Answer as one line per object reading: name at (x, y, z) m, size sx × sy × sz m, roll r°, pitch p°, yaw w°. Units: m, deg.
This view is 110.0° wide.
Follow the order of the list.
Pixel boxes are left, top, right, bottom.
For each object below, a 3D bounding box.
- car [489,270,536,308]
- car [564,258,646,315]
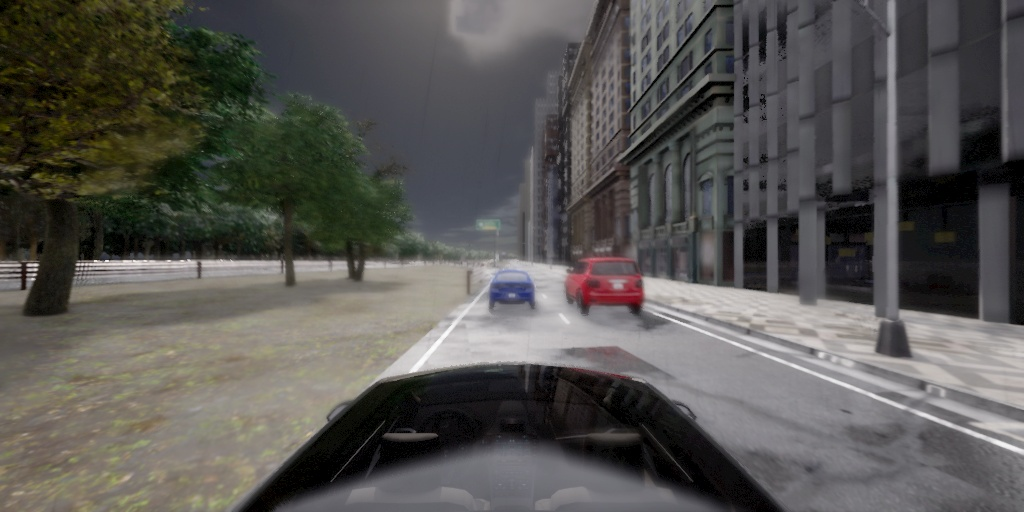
car at (0.015, 1.366, 16.103) m, size 1.882 × 1.535 × 5.008 m, roll 0°, pitch 0°, yaw 0°
car at (3.500, 1.098, 14.426) m, size 2.150 × 2.045 × 5.566 m, roll 0°, pitch 0°, yaw 0°
